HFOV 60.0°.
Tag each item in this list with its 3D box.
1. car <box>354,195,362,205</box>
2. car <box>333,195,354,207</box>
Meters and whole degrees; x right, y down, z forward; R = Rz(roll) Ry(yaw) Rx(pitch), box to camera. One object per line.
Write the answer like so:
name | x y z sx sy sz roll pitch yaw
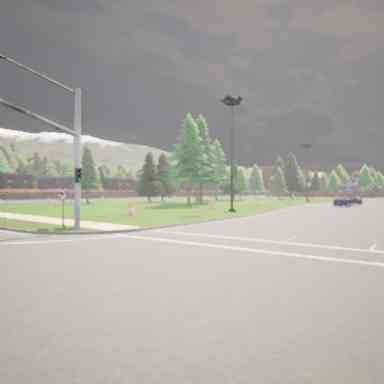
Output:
car | 28.762 1.334 59.075 2.097 1.767 4.553 0 0 35
car | 22.926 1.459 50.770 1.882 1.535 5.008 0 0 35
